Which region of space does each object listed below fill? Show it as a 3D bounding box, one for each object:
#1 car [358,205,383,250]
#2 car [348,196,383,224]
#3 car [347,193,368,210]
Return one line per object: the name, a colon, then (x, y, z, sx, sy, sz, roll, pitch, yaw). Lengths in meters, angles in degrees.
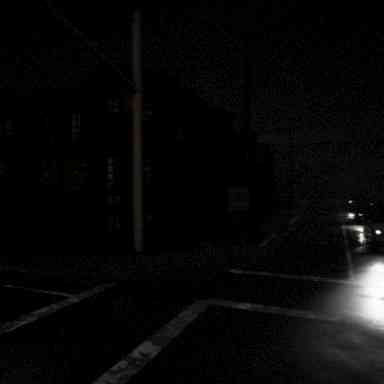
car: (7.798, 1.406, 12.923, 1.895, 1.301, 4.718, 0, 1, 23)
car: (11.651, 1.231, 21.850, 2.033, 1.411, 5.357, 0, 1, 23)
car: (15.622, 0.912, 31.010, 2.097, 1.767, 4.553, 0, 1, 24)
